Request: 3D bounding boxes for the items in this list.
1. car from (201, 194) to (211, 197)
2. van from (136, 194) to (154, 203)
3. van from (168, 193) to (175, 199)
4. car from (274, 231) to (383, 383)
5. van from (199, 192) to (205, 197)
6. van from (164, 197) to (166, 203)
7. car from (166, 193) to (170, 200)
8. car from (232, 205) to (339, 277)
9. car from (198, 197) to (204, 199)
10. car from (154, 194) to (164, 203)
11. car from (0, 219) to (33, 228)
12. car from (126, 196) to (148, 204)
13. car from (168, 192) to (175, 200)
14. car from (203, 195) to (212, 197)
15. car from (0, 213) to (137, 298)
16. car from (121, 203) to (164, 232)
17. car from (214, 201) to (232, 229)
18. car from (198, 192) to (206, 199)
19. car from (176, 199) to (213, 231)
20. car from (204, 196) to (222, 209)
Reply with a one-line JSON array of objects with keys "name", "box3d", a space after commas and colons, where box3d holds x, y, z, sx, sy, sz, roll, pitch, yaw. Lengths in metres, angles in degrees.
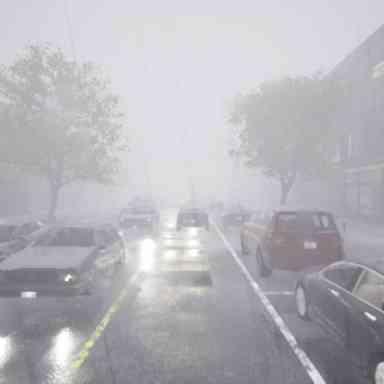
[{"name": "car", "box3d": [2.706, 1.391, 48.955, 1.752, 1.417, 4.829, 1, 0, 0]}, {"name": "van", "box3d": [-5.674, 1.239, 37.687, 1.690, 1.788, 3.998, 1, 0, 0]}, {"name": "van", "box3d": [-5.678, 1.060, 93.118, 1.690, 1.788, 3.998, 1, 0, 0]}, {"name": "car", "box3d": [2.699, 1.540, 4.441, 2.008, 1.369, 4.403, 1, 0, 0]}, {"name": "van", "box3d": [2.710, 1.174, 59.872, 1.690, 1.788, 3.998, 1, 0, 0]}, {"name": "van", "box3d": [-5.671, 1.190, 54.316, 1.690, 1.788, 3.998, 1, 0, 0]}, {"name": "car", "box3d": [-5.673, 1.383, 59.861, 2.008, 1.369, 4.403, 1, 0, 0]}, {"name": "car", "box3d": [2.703, 1.290, 9.984, 2.192, 1.841, 5.009, 1, 0, 0]}, {"name": "car", "box3d": [0.067, 1.505, 35.697, 1.895, 1.301, 4.718, 0, 0, 0]}, {"name": "car", "box3d": [-5.673, 1.305, 48.774, 1.967, 1.590, 4.097, 1, 0, 0]}, {"name": "car", "box3d": [-5.681, 1.539, 9.973, 1.947, 1.339, 4.313, 1, 0, 0]}, {"name": "car", "box3d": [-5.677, 1.439, 31.975, 1.752, 1.417, 4.829, 1, 0, 0]}, {"name": "car", "box3d": [-5.666, 1.054, 87.576, 2.192, 1.841, 5.009, 1, 0, 0]}, {"name": "car", "box3d": [2.704, 1.465, 43.242, 1.802, 1.307, 4.206, 1, 0, 0]}, {"name": "car", "box3d": [-3.018, 1.524, 8.851, 2.033, 1.411, 5.357, 0, 0, 0]}, {"name": "car", "box3d": [-3.025, 1.548, 19.959, 1.895, 1.301, 4.718, 0, 0, 1]}, {"name": "car", "box3d": [2.701, 1.511, 21.070, 1.947, 1.339, 4.313, 1, 0, 0]}, {"name": "car", "box3d": [2.729, 1.035, 93.129, 2.192, 1.841, 5.009, 1, 0, 0]}, {"name": "car", "box3d": [0.067, 1.424, 20.396, 1.882, 1.535, 5.008, 0, 0, 0]}, {"name": "car", "box3d": [2.704, 1.450, 37.699, 2.008, 1.369, 4.403, 1, 0, 0]}]
